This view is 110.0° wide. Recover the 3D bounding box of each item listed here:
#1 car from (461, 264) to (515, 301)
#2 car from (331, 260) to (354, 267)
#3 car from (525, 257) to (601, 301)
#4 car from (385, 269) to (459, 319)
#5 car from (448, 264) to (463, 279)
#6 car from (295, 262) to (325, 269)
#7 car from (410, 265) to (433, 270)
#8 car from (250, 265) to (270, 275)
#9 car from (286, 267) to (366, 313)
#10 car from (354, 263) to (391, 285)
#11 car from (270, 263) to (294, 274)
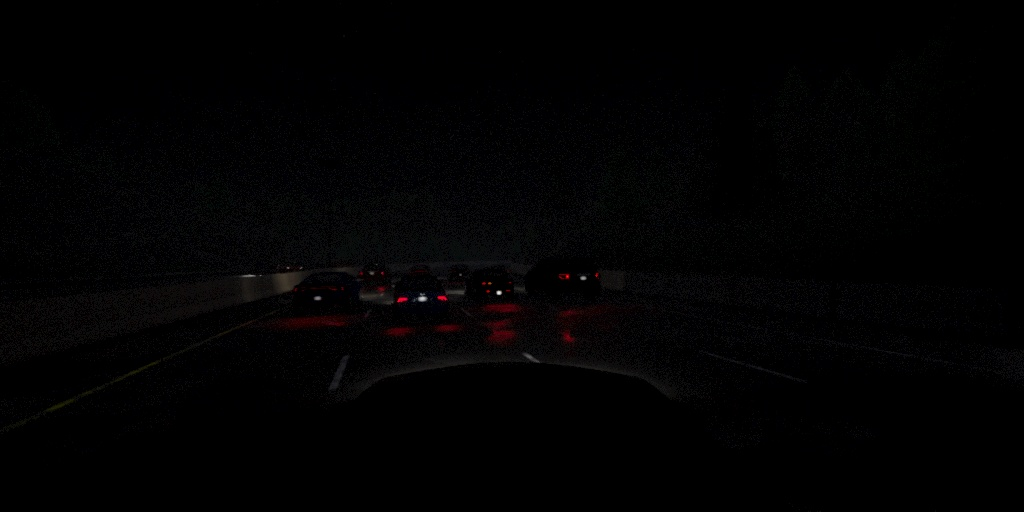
[{"bbox_3d":[-1.240,1.392,18.404,1.837,1.490,4.892,0,0,-16],"label":"car"},{"bbox_3d":[-25.532,1.582,53.959,2.150,2.045,5.566,-1,0,-4],"label":"car"},{"bbox_3d":[2.408,1.076,18.304,2.150,2.045,5.566,0,0,-16],"label":"car"},{"bbox_3d":[-3.518,1.417,13.635,2.033,1.411,5.357,0,0,-17],"label":"car"},{"bbox_3d":[-5.000,1.512,33.994,1.882,1.535,5.008,0,0,-11],"label":"car"},{"bbox_3d":[-28.878,1.730,52.131,2.097,1.767,4.553,0,-1,-5],"label":"car"},{"bbox_3d":[-8.396,1.535,33.127,1.882,1.535,5.008,0,0,-11],"label":"car"},{"bbox_3d":[-35.877,2.000,51.983,1.994,1.385,4.181,0,0,-5],"label":"car"},{"bbox_3d":[-7.594,1.394,15.147,1.882,1.535,5.008,0,-1,-16],"label":"car"},{"bbox_3d":[-11.325,1.410,29.969,2.097,1.767,4.553,0,-1,-12],"label":"car"},{"bbox_3d":[-32.362,1.759,52.033,2.097,1.767,4.553,0,0,-5],"label":"car"}]
